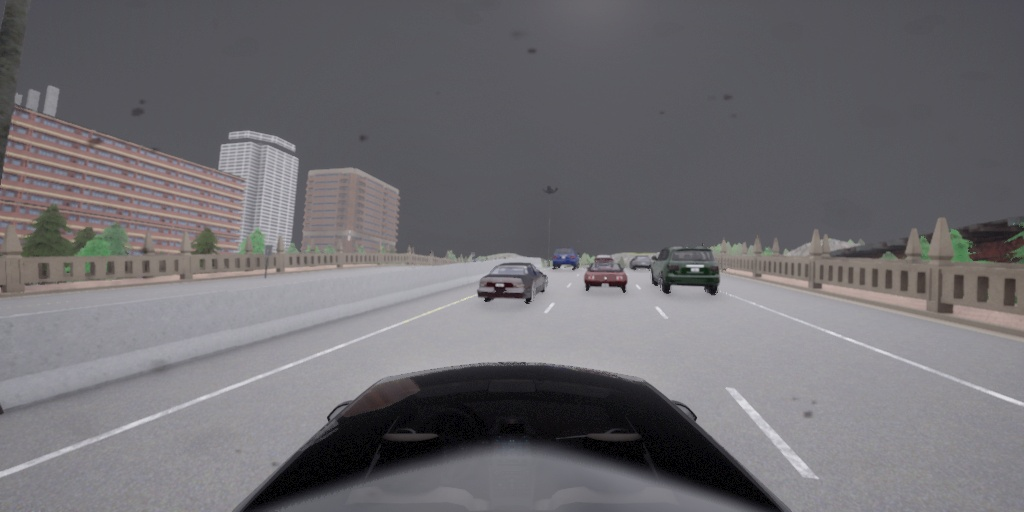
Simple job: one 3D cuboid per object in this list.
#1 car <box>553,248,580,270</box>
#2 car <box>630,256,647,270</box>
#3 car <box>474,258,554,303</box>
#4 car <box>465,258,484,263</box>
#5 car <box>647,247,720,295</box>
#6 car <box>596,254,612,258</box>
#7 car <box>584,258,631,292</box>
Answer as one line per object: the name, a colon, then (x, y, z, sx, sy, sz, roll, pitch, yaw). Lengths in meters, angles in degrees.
car: (5.284, 0.253, 34.747, 2.150, 2.045, 5.566, 0, 0, 14)
car: (12.405, 0.654, 34.374, 1.994, 1.385, 4.181, 0, -1, 14)
car: (0.208, 0.974, 14.580, 2.033, 1.411, 5.357, 0, 1, 14)
car: (-5.069, 1.008, 51.501, 1.895, 1.301, 4.718, 0, -3, 15)
car: (8.063, 0.590, 17.102, 2.150, 2.045, 5.566, 0, 1, 14)
car: (9.247, 0.558, 36.165, 1.882, 1.535, 5.008, 0, -1, 14)
car: (4.669, 0.945, 17.967, 1.895, 1.301, 4.718, 0, 1, 14)
